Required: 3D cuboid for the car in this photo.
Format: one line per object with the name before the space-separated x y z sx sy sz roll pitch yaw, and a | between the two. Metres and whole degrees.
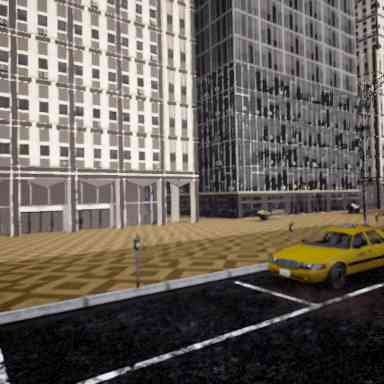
car | 4.205 1.583 9.322 4.829 1.417 1.752 -1 -1 -34
